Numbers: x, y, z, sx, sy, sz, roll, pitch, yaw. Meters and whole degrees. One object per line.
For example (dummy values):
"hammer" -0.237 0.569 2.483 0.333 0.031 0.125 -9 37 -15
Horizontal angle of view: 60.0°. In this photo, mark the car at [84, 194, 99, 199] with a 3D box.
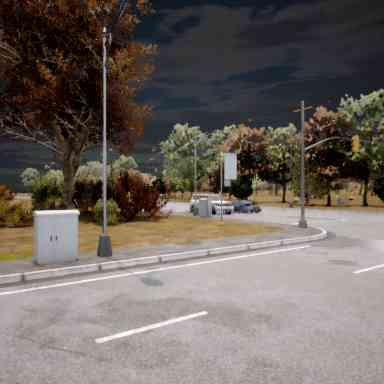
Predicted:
"car" -26.540 1.206 87.879 4.181 1.385 1.994 1 0 41

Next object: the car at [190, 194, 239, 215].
"car" 1.910 1.217 34.002 2.150 2.045 5.566 0 0 -32

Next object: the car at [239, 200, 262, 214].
"car" 5.364 1.560 35.084 1.994 1.385 4.181 0 0 -32

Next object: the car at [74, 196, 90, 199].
"car" -28.792 1.202 85.190 4.181 1.385 1.994 1 0 41
